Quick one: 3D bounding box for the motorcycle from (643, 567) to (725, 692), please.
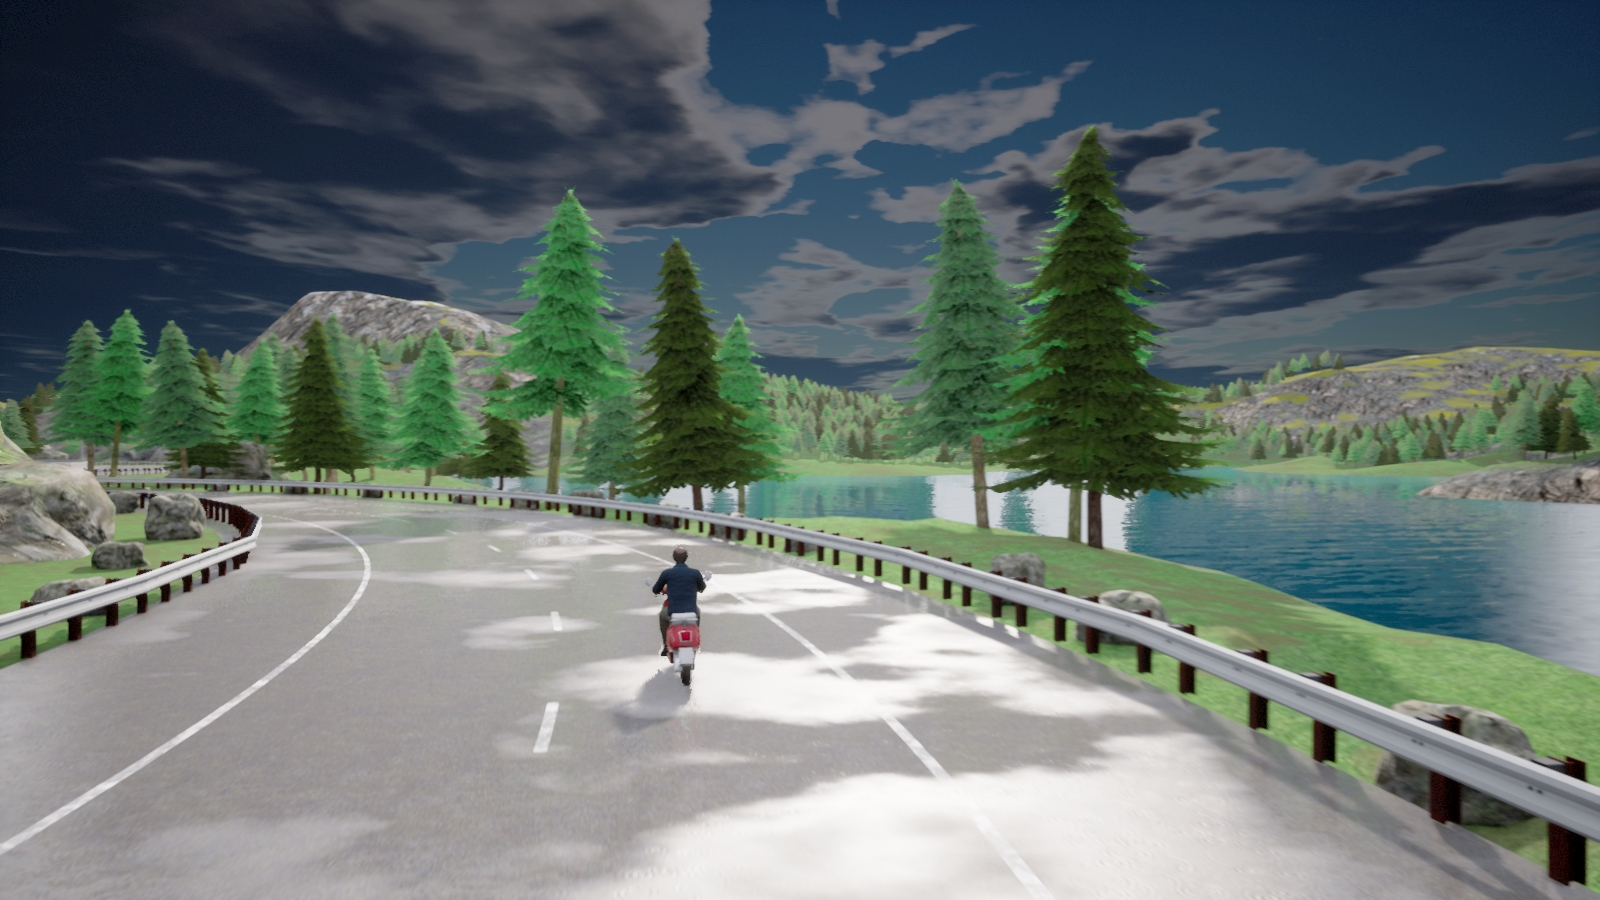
[{"bbox_3d":[-1.476,2.183,14.210,0.856,1.236,1.805,-1,0,-10],"label":"motorcycle"}]
